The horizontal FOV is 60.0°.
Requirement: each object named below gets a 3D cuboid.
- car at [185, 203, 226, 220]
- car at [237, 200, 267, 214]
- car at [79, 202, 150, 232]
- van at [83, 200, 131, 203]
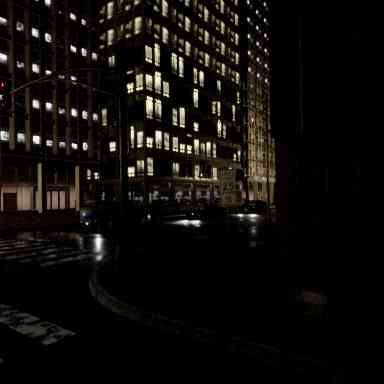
[{"bbox_3d":[1.204,1.649,29.083,1.994,1.385,4.181,-1,-1,36],"label":"car"},{"bbox_3d":[7.103,1.631,37.270,1.812,1.442,4.674,-1,-1,36],"label":"car"},{"bbox_3d":[-4.659,1.571,20.981,1.837,1.490,4.892,-1,-1,33],"label":"car"},{"bbox_3d":[-6.001,1.460,23.516,1.690,1.788,3.998,-2,-1,36],"label":"van"}]
